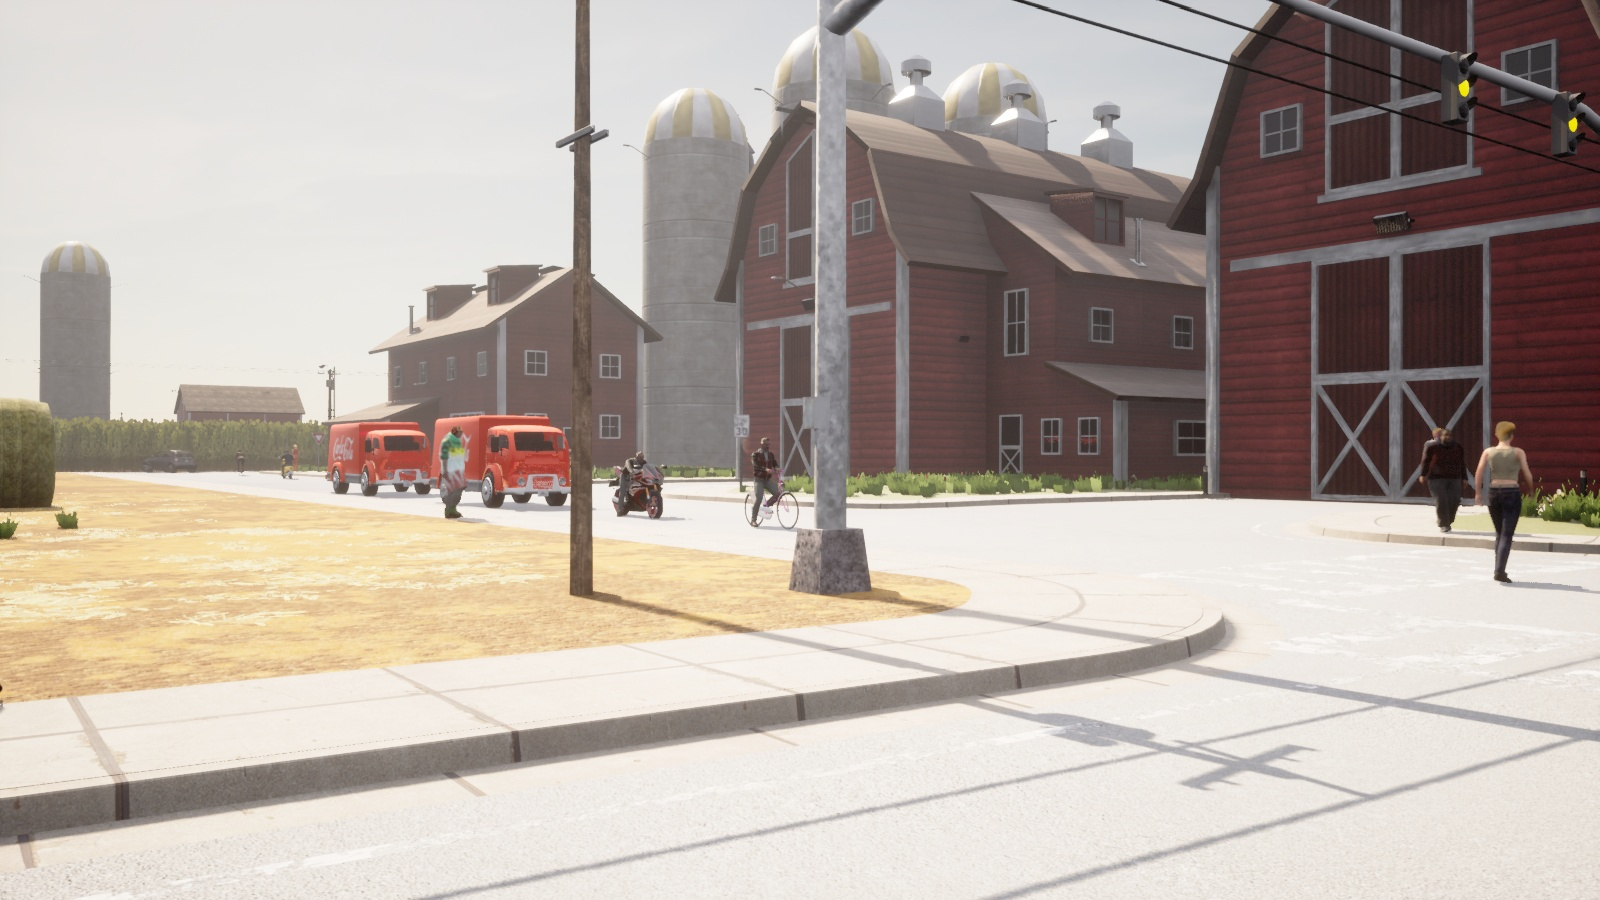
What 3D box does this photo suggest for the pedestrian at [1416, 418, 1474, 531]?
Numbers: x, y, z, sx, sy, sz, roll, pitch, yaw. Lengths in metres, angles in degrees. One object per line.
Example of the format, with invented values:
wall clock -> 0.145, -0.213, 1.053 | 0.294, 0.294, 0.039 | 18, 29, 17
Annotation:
pedestrian -> 10.740, 0.404, 20.926 | 0.634, 1.844, 0.899 | 0, 0, 12

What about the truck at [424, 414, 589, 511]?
truck -> -8.225, 0.334, 34.843 | 2.627, 2.467, 5.204 | 0, 0, -36

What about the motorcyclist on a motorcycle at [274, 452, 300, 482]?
motorcyclist on a motorcycle -> -27.649, 0.896, 67.679 | 0.866, 1.590, 1.817 | 0, 0, -36

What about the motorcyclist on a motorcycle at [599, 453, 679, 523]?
motorcyclist on a motorcycle -> -3.680, 0.831, 28.562 | 0.866, 1.530, 2.191 | 0, 0, -36

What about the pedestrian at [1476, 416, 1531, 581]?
pedestrian -> 8.024, 0.538, 14.316 | 0.594, 1.836, 0.345 | 0, 0, -39

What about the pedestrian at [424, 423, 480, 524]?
pedestrian -> -6.860, 0.455, 24.790 | 0.873, 1.952, 0.659 | 0, 0, 9

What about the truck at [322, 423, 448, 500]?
truck -> -14.410, 0.349, 43.388 | 2.627, 2.467, 5.204 | -1, 1, -36

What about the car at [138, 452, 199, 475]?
car -> -43.899, 0.942, 87.297 | 3.988, 1.617, 1.851 | 0, 0, 28

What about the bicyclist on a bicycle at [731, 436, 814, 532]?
bicyclist on a bicycle -> -0.547, 0.644, 24.227 | 0.659, 1.776, 1.843 | 0, -1, -36
